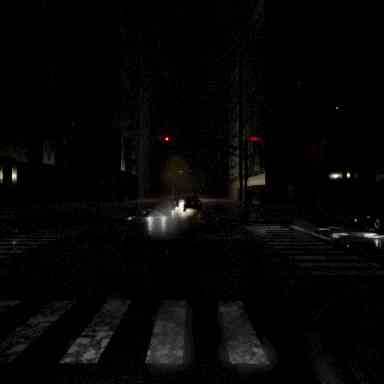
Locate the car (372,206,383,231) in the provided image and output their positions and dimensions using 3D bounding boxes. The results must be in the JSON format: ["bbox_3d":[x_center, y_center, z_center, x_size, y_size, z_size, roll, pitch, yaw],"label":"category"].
[{"bbox_3d":[12.163,1.573,17.351,4.181,1.385,1.994,0,0,0],"label":"car"}]

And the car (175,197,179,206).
[{"bbox_3d":[-3.116,1.476,43.245,1.882,1.535,5.008,0,0,0],"label":"car"}]

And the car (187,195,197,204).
[{"bbox_3d":[-0.002,1.477,64.539,1.882,1.535,5.008,0,0,0],"label":"car"}]

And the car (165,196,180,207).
[{"bbox_3d":[-3.078,1.491,53.407,2.128,1.511,4.902,0,0,0],"label":"car"}]

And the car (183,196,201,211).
[{"bbox_3d":[0.042,1.350,40.662,2.097,1.767,4.553,0,0,0],"label":"car"}]

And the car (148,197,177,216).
[{"bbox_3d":[-3.101,1.546,33.441,2.033,1.411,5.357,0,0,4],"label":"car"}]

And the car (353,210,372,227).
[{"bbox_3d":[12.599,1.495,20.600,4.902,1.511,2.128,0,0,0],"label":"car"}]
